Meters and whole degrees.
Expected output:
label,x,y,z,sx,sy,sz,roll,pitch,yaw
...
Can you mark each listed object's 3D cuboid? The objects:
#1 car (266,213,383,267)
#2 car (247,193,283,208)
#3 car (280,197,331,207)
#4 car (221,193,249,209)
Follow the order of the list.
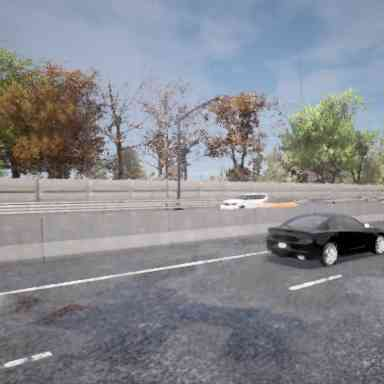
label,x,y,z,sx,sy,sz,roll,pitch,yaw
car,4.731,1.444,11.419,5.008,1.535,1.882,0,0,-35
car,7.720,1.273,30.986,4.553,1.767,2.097,0,0,-35
car,10.215,1.411,28.466,4.902,1.511,2.128,0,0,-35
car,5.556,1.143,33.744,5.566,2.045,2.150,0,0,-35
